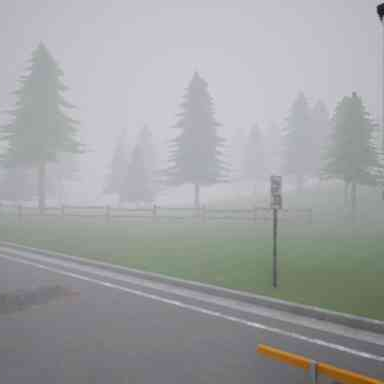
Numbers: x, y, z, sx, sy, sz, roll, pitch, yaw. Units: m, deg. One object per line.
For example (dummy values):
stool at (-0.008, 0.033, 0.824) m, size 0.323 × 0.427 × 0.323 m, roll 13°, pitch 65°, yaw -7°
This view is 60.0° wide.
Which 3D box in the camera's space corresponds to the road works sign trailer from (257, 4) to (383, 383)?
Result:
road works sign trailer at (1.898, 0.510, 2.972) m, size 2.880 × 3.560 × 2.380 m, roll 0°, pitch -1°, yaw 39°
